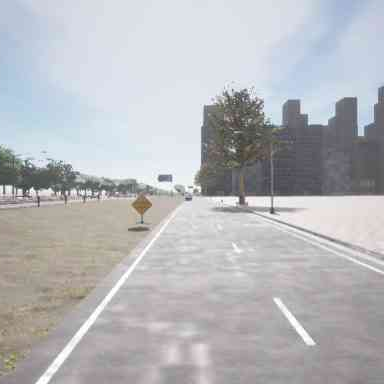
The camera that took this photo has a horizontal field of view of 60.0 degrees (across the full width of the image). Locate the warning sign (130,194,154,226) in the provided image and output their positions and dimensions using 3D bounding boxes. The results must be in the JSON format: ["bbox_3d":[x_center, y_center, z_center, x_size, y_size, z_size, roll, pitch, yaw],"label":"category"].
[{"bbox_3d":[-3.057,1.068,20.363,1.300,1.860,1.060,0,0,0],"label":"warning sign"}]
